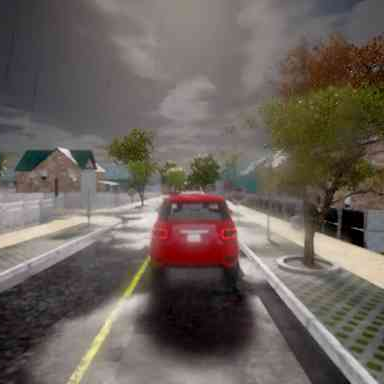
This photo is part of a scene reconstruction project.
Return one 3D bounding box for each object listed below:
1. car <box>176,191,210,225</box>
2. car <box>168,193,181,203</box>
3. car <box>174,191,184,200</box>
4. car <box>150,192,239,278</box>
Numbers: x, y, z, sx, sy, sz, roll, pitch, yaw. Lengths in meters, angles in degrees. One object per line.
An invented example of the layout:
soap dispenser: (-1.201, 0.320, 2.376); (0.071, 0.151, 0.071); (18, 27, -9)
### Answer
car: (0.073, 1.004, 23.487); (2.150, 2.045, 5.566); (0, 1, 0)
car: (-2.810, 1.020, 54.790); (1.882, 1.535, 5.008); (0, 0, 0)
car: (-2.740, 0.781, 70.779); (2.097, 1.767, 4.553); (0, 0, 0)
car: (0.084, 1.118, 9.959); (2.150, 2.045, 5.566); (0, 0, 1)
